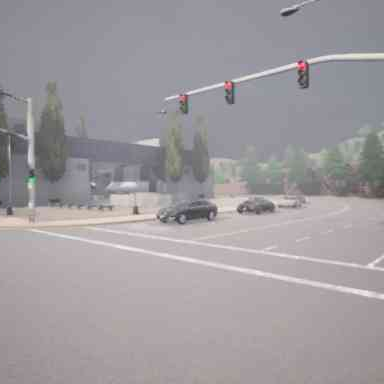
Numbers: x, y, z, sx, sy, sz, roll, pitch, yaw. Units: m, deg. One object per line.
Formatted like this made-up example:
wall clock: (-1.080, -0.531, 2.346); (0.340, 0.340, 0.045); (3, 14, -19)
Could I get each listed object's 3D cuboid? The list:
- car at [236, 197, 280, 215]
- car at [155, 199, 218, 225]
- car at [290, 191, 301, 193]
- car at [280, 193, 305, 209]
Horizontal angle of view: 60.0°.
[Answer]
car: (5.559, 1.162, 28.810); (1.994, 1.385, 4.181); (0, 1, 39)
car: (-0.262, 1.235, 22.057); (1.837, 1.490, 4.892); (0, 1, 41)
car: (14.186, 0.673, 45.489); (2.097, 1.767, 4.553); (0, 1, 13)
car: (10.620, 1.066, 36.172); (1.895, 1.301, 4.718); (0, 1, 27)
